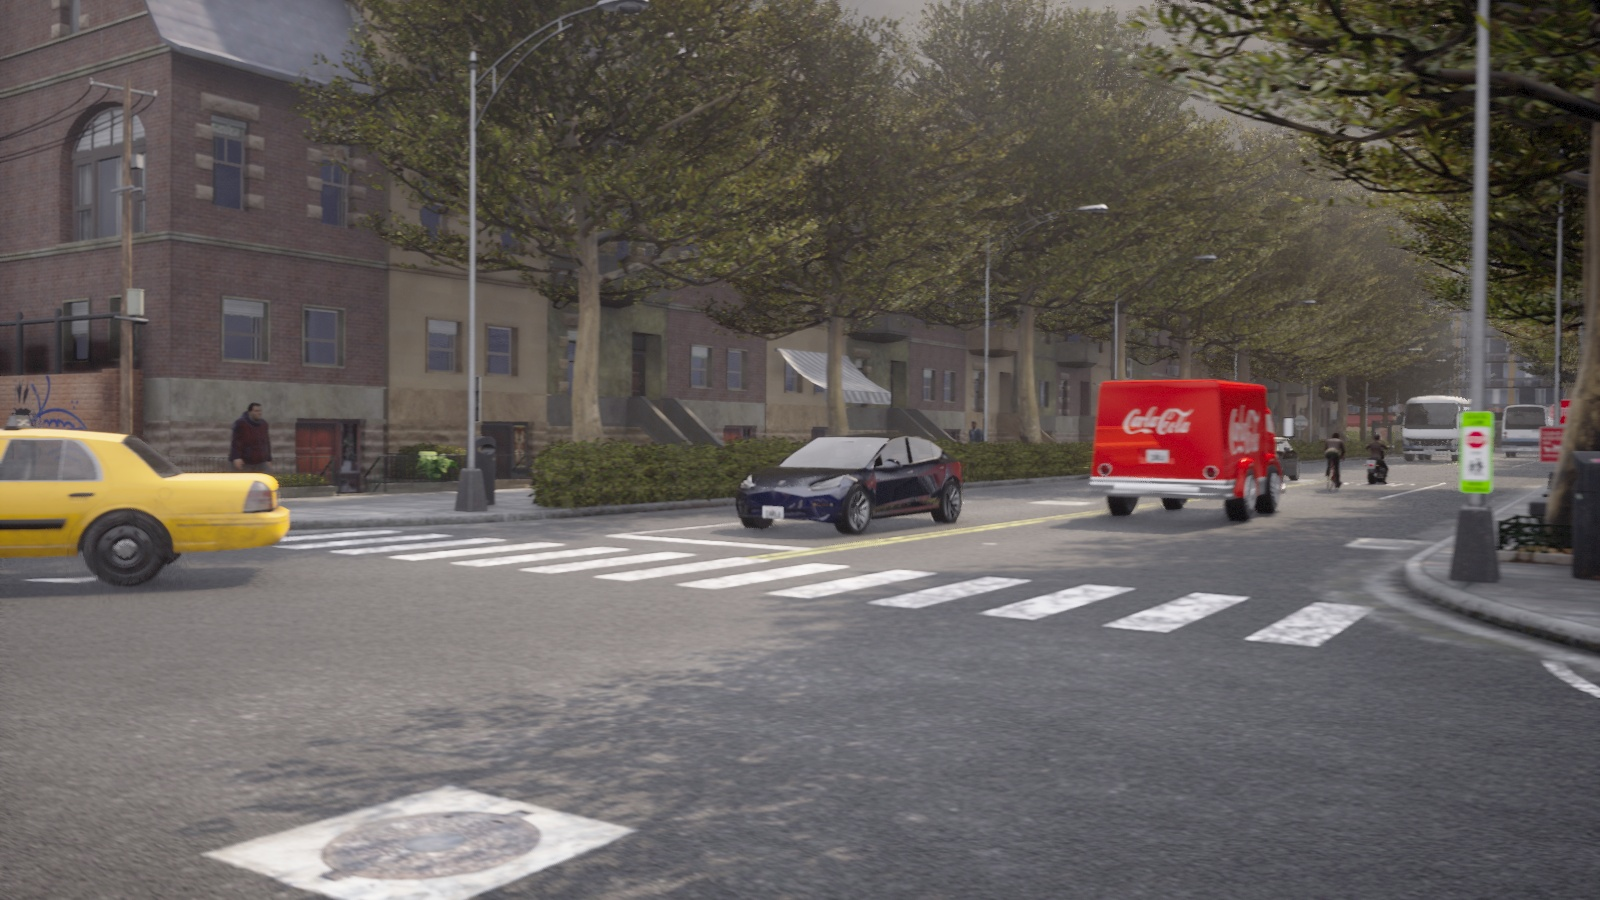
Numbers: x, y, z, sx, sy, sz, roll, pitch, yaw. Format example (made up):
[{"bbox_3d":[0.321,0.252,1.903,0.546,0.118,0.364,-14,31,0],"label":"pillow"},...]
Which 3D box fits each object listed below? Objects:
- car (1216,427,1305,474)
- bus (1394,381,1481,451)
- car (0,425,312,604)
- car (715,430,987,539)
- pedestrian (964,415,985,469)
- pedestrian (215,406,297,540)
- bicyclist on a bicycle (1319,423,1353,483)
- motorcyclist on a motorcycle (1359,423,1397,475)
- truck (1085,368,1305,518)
[{"bbox_3d":[15.453,-0.017,42.040,1.970,1.475,3.806,0,1,33],"label":"car"},{"bbox_3d":[41.800,-2.145,82.174,3.944,4.253,10.273,0,1,33],"label":"bus"},{"bbox_3d":[-7.546,0.576,11.910,5.366,1.575,1.801,-1,1,-20],"label":"car"},{"bbox_3d":[0.966,0.450,19.973,2.163,1.488,4.792,0,1,33],"label":"car"},{"bbox_3d":[6.331,-0.291,45.537,0.423,1.949,0.788,0,1,38],"label":"pedestrian"},{"bbox_3d":[-7.726,0.313,17.842,0.899,1.844,0.634,0,1,30],"label":"pedestrian"},{"bbox_3d":[14.801,0.077,34.668,0.582,1.620,1.656,0,1,33],"label":"bicyclist on a bicycle"},{"bbox_3d":[18.733,-0.046,40.671,0.766,1.649,2.350,1,1,34],"label":"motorcyclist on a motorcycle"},{"bbox_3d":[7.557,-0.148,23.630,2.627,2.467,5.204,0,1,33],"label":"truck"}]
